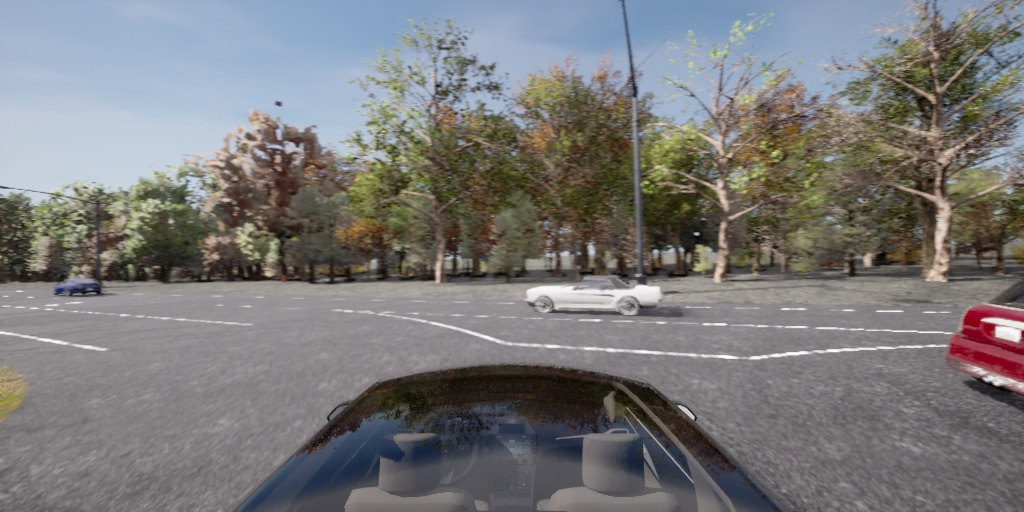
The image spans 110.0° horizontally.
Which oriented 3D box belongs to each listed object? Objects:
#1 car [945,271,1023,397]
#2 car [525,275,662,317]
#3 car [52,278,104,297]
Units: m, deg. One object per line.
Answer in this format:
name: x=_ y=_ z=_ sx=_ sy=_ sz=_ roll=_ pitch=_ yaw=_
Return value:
car: x=7.712 y=0.863 z=3.341 sx=4.553 sy=1.767 sz=2.097 roll=-2 pitch=-1 yaw=23
car: x=2.885 y=1.369 z=12.975 sx=4.718 sy=1.301 sz=1.895 roll=-2 pitch=-1 yaw=23
car: x=-36.853 y=2.637 z=30.443 sx=4.674 sy=1.442 sz=1.812 roll=-2 pitch=-1 yaw=24
